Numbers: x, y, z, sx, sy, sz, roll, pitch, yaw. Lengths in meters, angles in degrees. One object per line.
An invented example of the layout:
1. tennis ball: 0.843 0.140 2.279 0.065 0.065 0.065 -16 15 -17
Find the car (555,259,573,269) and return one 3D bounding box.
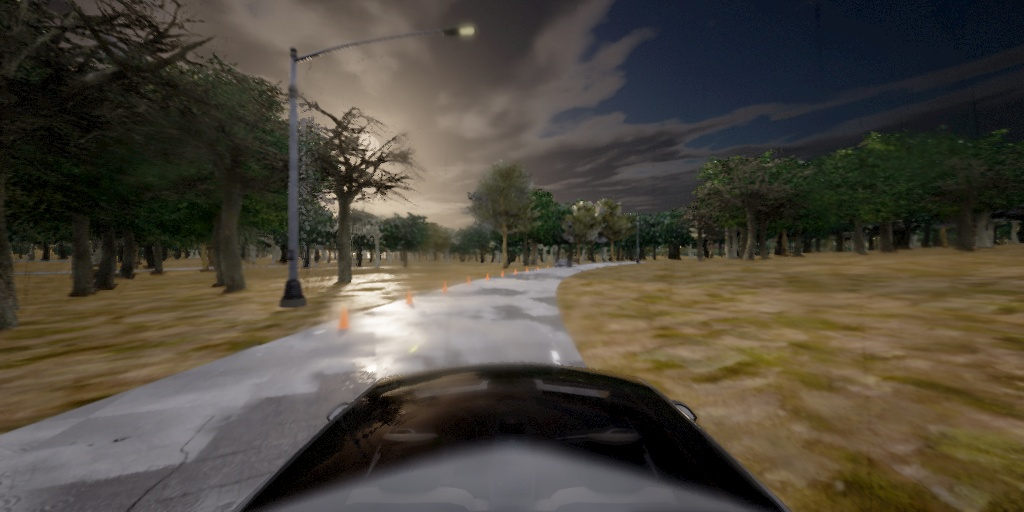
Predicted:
1. car: 7.871 1.220 54.351 1.994 1.385 4.181 0 1 23

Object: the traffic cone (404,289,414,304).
1. traffic cone: -4.334 1.711 15.159 0.340 0.580 0.340 0 0 5

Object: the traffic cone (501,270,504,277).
1. traffic cone: -0.933 1.715 35.265 0.340 0.580 0.340 0 0 14

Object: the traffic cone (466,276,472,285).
1. traffic cone: -3.014 1.724 25.276 0.340 0.580 0.340 0 0 10

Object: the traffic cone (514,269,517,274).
1. traffic cone: 0.391 1.698 40.193 0.340 0.580 0.340 0 0 16

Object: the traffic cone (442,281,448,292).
1. traffic cone: -3.770 1.717 20.230 0.340 0.580 0.340 0 0 7

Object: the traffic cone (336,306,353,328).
1. traffic cone: -4.707 1.707 10.069 0.340 0.580 0.340 0 0 3

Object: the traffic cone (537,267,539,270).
1. traffic cone: 3.591 1.641 49.880 0.340 0.580 0.340 0 0 20

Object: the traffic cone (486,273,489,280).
1. traffic cone: -2.068 1.724 30.291 0.340 0.580 0.340 0 0 12

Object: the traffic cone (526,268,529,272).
1. traffic cone: 1.898 1.673 45.067 0.340 0.580 0.340 0 0 18

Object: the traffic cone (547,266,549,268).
1. traffic cone: 5.463 1.600 54.625 0.340 0.580 0.340 0 0 23
